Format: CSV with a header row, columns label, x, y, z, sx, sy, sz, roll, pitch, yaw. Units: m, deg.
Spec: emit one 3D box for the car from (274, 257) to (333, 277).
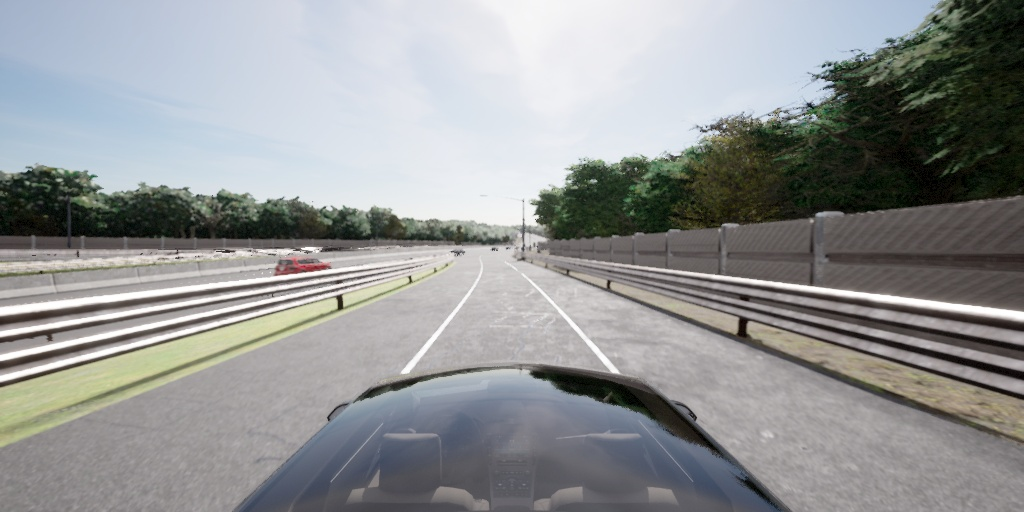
label,x,y,z,sx,sy,sz,roll,pitch,yaw
car,-19.215,1.075,33.331,2.150,2.045,5.566,1,3,10
